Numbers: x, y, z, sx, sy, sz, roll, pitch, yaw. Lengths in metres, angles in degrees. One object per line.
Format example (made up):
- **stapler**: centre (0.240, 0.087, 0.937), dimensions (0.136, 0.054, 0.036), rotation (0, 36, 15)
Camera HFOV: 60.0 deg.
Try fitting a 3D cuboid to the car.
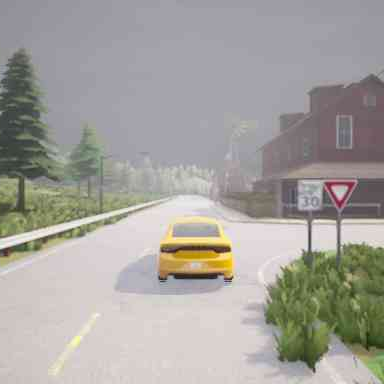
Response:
- **car**: centre (0.090, 1.478, 9.908), dimensions (1.882, 1.535, 5.008), rotation (0, 0, 0)
